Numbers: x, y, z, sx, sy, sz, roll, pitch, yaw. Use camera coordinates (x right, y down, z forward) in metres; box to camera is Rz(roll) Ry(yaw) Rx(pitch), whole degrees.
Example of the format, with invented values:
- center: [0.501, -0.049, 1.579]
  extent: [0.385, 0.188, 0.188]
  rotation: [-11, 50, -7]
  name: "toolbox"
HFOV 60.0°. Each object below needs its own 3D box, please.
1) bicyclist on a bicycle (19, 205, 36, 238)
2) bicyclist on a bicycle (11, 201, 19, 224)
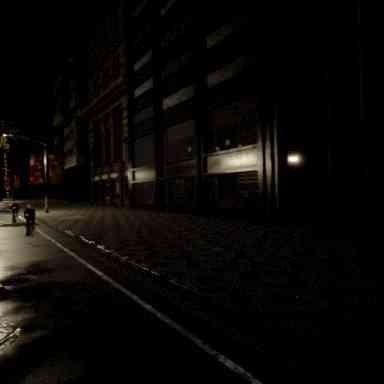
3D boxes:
- center: [-8.135, 1.481, 16.716]
  extent: [0.582, 1.620, 1.656]
  rotation: [-1, 0, -32]
  name: "bicyclist on a bicycle"
- center: [-13.007, 1.501, 24.542]
  extent: [0.582, 1.620, 1.656]
  rotation: [-1, 0, -32]
  name: "bicyclist on a bicycle"
